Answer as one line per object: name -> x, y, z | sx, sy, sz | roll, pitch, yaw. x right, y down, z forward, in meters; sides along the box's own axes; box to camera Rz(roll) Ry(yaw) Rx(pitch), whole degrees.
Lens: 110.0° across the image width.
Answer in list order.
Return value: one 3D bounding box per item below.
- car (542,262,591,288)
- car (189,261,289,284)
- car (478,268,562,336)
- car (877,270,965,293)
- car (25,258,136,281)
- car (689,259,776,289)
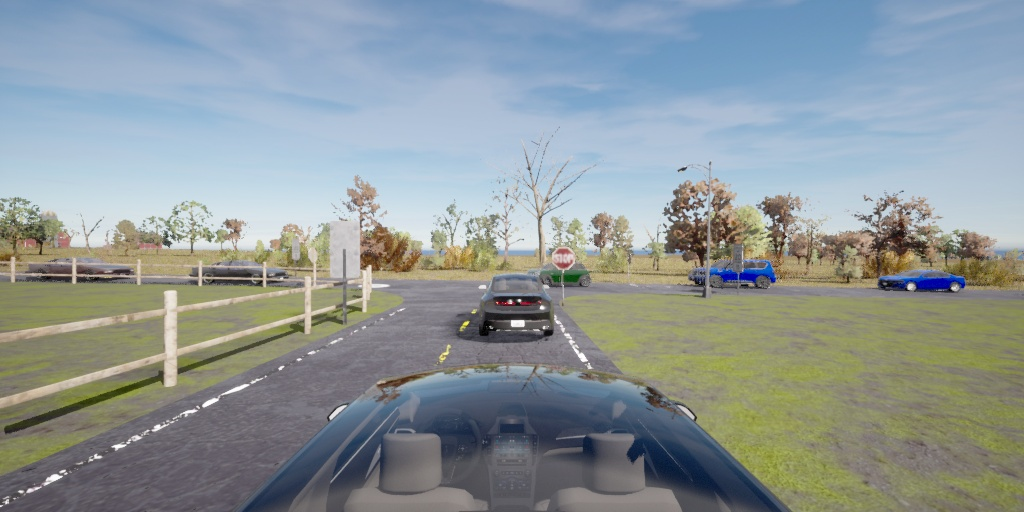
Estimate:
car -> 2.931, 1.148, 23.784 | 4.553, 1.767, 2.097 | 1, 0, -24
car -> -17.419, 1.008, 22.999 | 5.357, 1.411, 2.033 | 1, 1, 0
car -> 0.079, 1.252, 10.377 | 1.837, 1.490, 4.892 | 0, 0, -1
car -> 29.277, 1.747, 25.750 | 5.008, 1.535, 1.882 | 0, 1, 0
car -> -27.614, 0.814, 23.036 | 5.357, 1.411, 2.033 | 1, 1, 0
car -> 15.811, 1.253, 25.809 | 5.566, 2.045, 2.150 | 1, 1, 0
